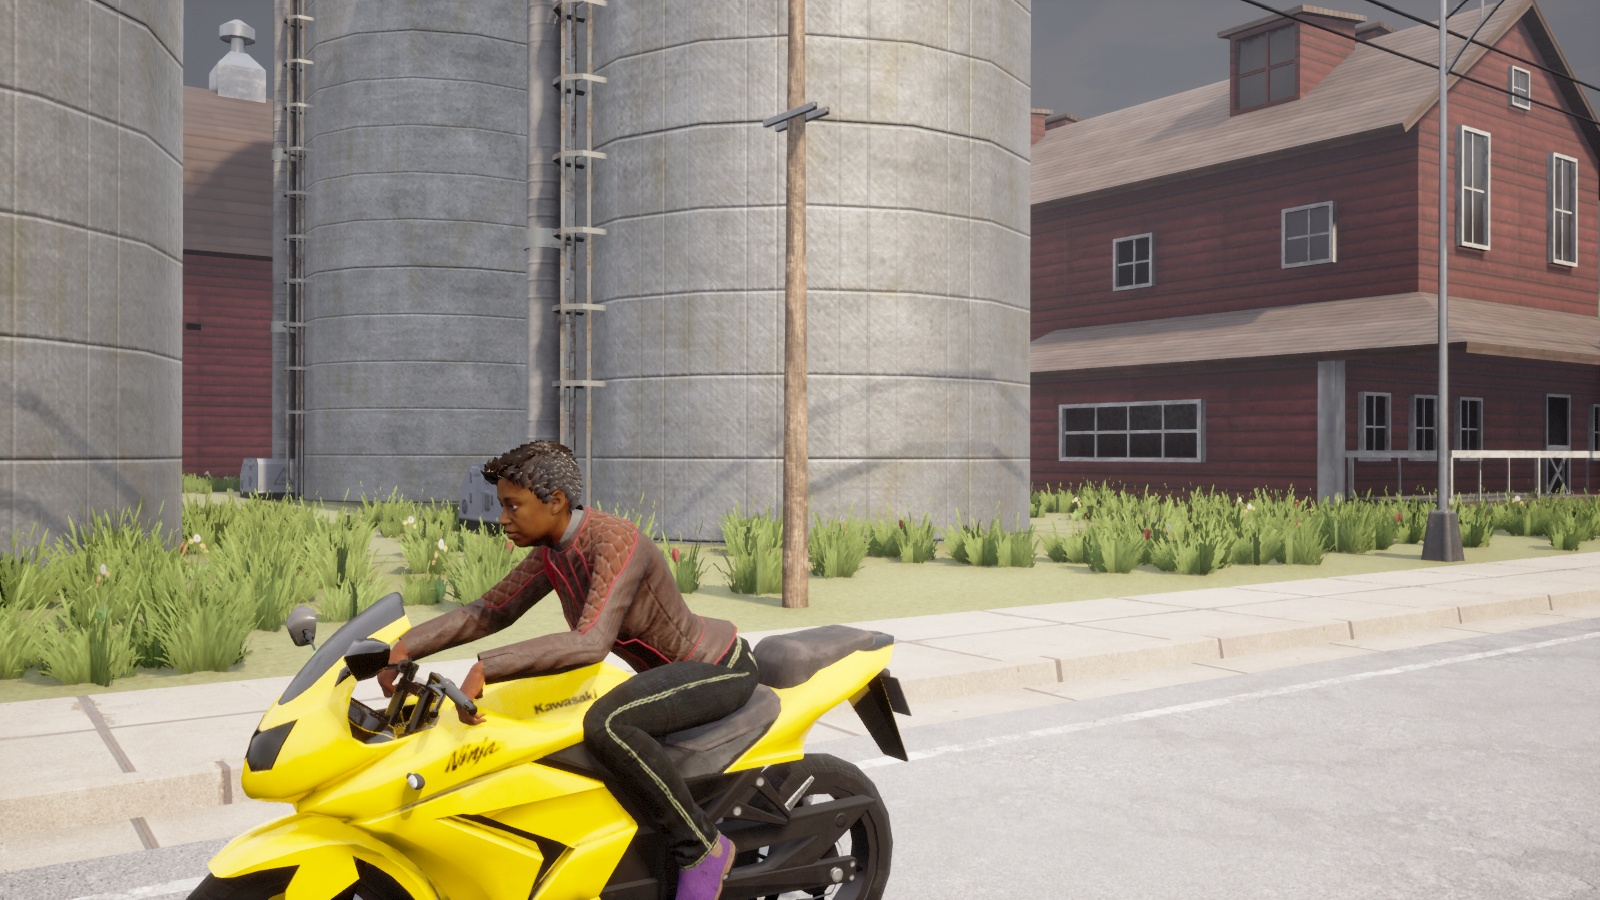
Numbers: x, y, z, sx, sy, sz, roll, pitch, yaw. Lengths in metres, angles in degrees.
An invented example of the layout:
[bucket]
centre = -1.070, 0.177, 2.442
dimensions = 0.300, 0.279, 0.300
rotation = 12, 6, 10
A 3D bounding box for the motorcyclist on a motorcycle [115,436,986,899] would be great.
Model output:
[motorcyclist on a motorcycle]
centre = -0.561, 0.736, 3.228
dimensions = 2.044, 1.523, 0.797
rotation = 0, 0, -34
